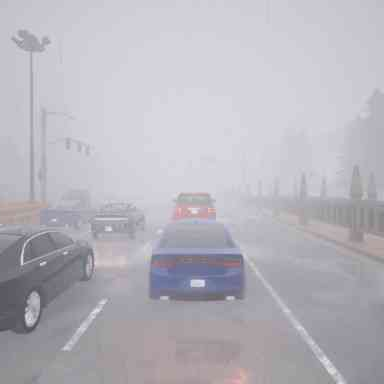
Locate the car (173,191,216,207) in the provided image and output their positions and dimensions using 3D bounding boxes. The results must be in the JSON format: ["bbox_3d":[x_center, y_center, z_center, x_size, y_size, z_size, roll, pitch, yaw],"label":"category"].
[{"bbox_3d":[0.121,0.977,18.071,2.150,2.045,5.566,0,1,0],"label":"car"}]

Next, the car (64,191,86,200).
[{"bbox_3d":[-20.884,0.618,59.454,2.128,1.511,4.902,0,1,1],"label":"car"}]

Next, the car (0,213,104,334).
[{"bbox_3d":[-3.402,1.434,6.615,1.837,1.490,4.892,0,1,0],"label":"car"}]

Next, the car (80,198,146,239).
[{"bbox_3d":[-3.381,1.279,15.988,2.128,1.511,4.902,0,1,0],"label":"car"}]

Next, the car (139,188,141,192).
[{"bbox_3d":[-13.722,-0.090,88.391,2.150,2.045,5.566,0,1,0],"label":"car"}]

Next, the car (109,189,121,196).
[{"bbox_3d":[-20.719,0.022,89.344,2.097,1.767,4.553,0,1,0],"label":"car"}]

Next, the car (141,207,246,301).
[{"bbox_3d":[0.100,1.383,8.202,1.882,1.535,5.008,0,1,0],"label":"car"}]

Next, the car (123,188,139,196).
[{"bbox_3d":[-13.778,0.148,72.882,2.150,2.045,5.566,0,1,0],"label":"car"}]

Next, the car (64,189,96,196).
[{"bbox_3d":[-13.995,0.633,40.650,2.150,2.045,5.566,0,1,0],"label":"car"}]

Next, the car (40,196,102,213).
[{"bbox_3d":[-6.872,1.218,19.070,1.882,1.535,5.008,0,1,0],"label":"car"}]

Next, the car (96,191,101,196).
[{"bbox_3d":[-20.773,0.423,74.485,1.812,1.442,4.674,0,1,0],"label":"car"}]

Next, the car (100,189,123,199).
[{"bbox_3d":[-13.909,0.719,57.622,1.994,1.385,4.181,0,1,0],"label":"car"}]

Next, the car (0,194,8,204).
[{"bbox_3d":[-27.015,0.872,43.689,4.892,1.490,1.837,0,4,-22],"label":"car"}]
